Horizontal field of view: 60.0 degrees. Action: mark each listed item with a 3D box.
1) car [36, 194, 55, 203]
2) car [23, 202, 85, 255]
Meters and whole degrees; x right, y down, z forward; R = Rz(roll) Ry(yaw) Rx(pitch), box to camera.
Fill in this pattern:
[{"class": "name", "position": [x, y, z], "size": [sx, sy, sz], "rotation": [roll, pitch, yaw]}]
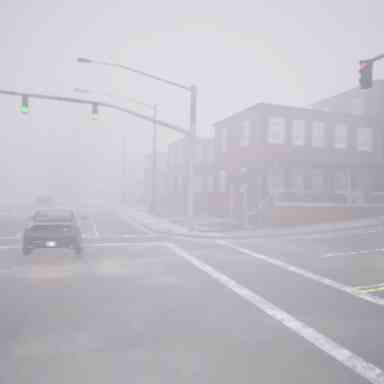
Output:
[{"class": "car", "position": [-18.811, 0.977, 42.751], "size": [1.882, 1.535, 5.008], "rotation": [2, 0, -18]}, {"class": "car", "position": [-5.196, 1.366, 12.803], "size": [1.837, 1.490, 4.892], "rotation": [2, 0, -18]}]
